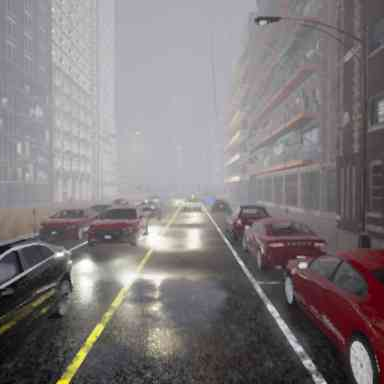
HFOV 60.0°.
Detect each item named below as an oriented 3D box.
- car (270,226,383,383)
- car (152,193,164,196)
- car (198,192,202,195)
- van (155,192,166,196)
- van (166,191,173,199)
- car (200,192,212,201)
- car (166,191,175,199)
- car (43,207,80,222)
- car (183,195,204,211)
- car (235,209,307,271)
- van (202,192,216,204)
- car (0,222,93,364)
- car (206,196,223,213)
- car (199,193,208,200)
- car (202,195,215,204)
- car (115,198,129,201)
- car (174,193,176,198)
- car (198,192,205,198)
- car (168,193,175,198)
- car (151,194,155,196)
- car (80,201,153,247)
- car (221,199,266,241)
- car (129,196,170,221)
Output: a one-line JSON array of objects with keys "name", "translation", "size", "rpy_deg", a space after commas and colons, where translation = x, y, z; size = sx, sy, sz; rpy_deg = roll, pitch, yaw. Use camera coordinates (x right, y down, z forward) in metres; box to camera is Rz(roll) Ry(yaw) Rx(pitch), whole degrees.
[{"name": "car", "translation": [2.685, 1.507, 4.930], "size": [1.887, 1.381, 4.507], "rpy_deg": [0, 0, 0]}, {"name": "car", "translation": [-5.689, 1.198, 49.152], "size": [1.887, 1.381, 4.507], "rpy_deg": [0, 0, 0]}, {"name": "car", "translation": [0.031, 1.155, 47.744], "size": [2.128, 1.511, 4.902], "rpy_deg": [0, 1, 1]}, {"name": "van", "translation": [-5.690, 0.957, 54.678], "size": [1.690, 1.788, 3.998], "rpy_deg": [0, 0, 0]}, {"name": "van", "translation": [-5.688, 0.852, 71.260], "size": [1.690, 1.788, 3.998], "rpy_deg": [0, 0, 0]}, {"name": "car", "translation": [2.691, 0.860, 65.732], "size": [2.192, 1.841, 5.009], "rpy_deg": [0, 0, 0]}, {"name": "car", "translation": [-5.686, 0.726, 87.843], "size": [2.192, 1.841, 5.009], "rpy_deg": [0, 0, 0]}, {"name": "car", "translation": [-5.694, 1.425, 15.987], "size": [1.887, 1.381, 4.507], "rpy_deg": [0, 0, 0]}, {"name": "car", "translation": [0.004, 1.346, 35.390], "size": [1.895, 1.301, 4.718], "rpy_deg": [0, 0, 0]}, {"name": "car", "translation": [2.686, 1.466, 10.457], "size": [1.887, 1.381, 4.507], "rpy_deg": [0, 0, 0]}, {"name": "van", "translation": [2.690, 0.994, 49.149], "size": [1.690, 1.788, 3.998], "rpy_deg": [0, 0, 0]}, {"name": "car", "translation": [-3.102, 1.458, 4.418], "size": [2.128, 1.511, 4.902], "rpy_deg": [0, 0, -2]}, {"name": "car", "translation": [2.688, 1.330, 32.568], "size": [1.947, 1.339, 4.313], "rpy_deg": [0, 0, 0]}, {"name": "car", "translation": [2.695, 1.043, 76.788], "size": [1.947, 1.339, 4.313], "rpy_deg": [0, 0, 0]}, {"name": "car", "translation": [2.692, 1.161, 54.678], "size": [1.887, 1.381, 4.507], "rpy_deg": [0, 0, 0]}, {"name": "car", "translation": [-5.693, 1.242, 27.042], "size": [1.967, 1.590, 4.097], "rpy_deg": [0, 0, 0]}, {"name": "car", "translation": [-5.685, 0.994, 82.318], "size": [2.008, 1.369, 4.403], "rpy_deg": [0, 0, 0]}, {"name": "car", "translation": [2.696, 0.819, 93.370], "size": [1.967, 1.590, 4.097], "rpy_deg": [0, 0, 0]}, {"name": "car", "translation": [-5.684, 0.961, 93.373], "size": [1.802, 1.307, 4.206], "rpy_deg": [0, 0, 0]}, {"name": "car", "translation": [-5.691, 1.253, 37.927], "size": [1.752, 1.417, 4.829], "rpy_deg": [0, 0, 0]}, {"name": "car", "translation": [-3.081, 1.367, 14.701], "size": [1.882, 1.535, 5.008], "rpy_deg": [0, 0, 0]}, {"name": "car", "translation": [2.686, 1.320, 15.984], "size": [1.967, 1.590, 4.097], "rpy_deg": [0, 0, 0]}, {"name": "car", "translation": [-3.084, 1.307, 25.138], "size": [2.128, 1.511, 4.902], "rpy_deg": [0, 0, 0]}]
